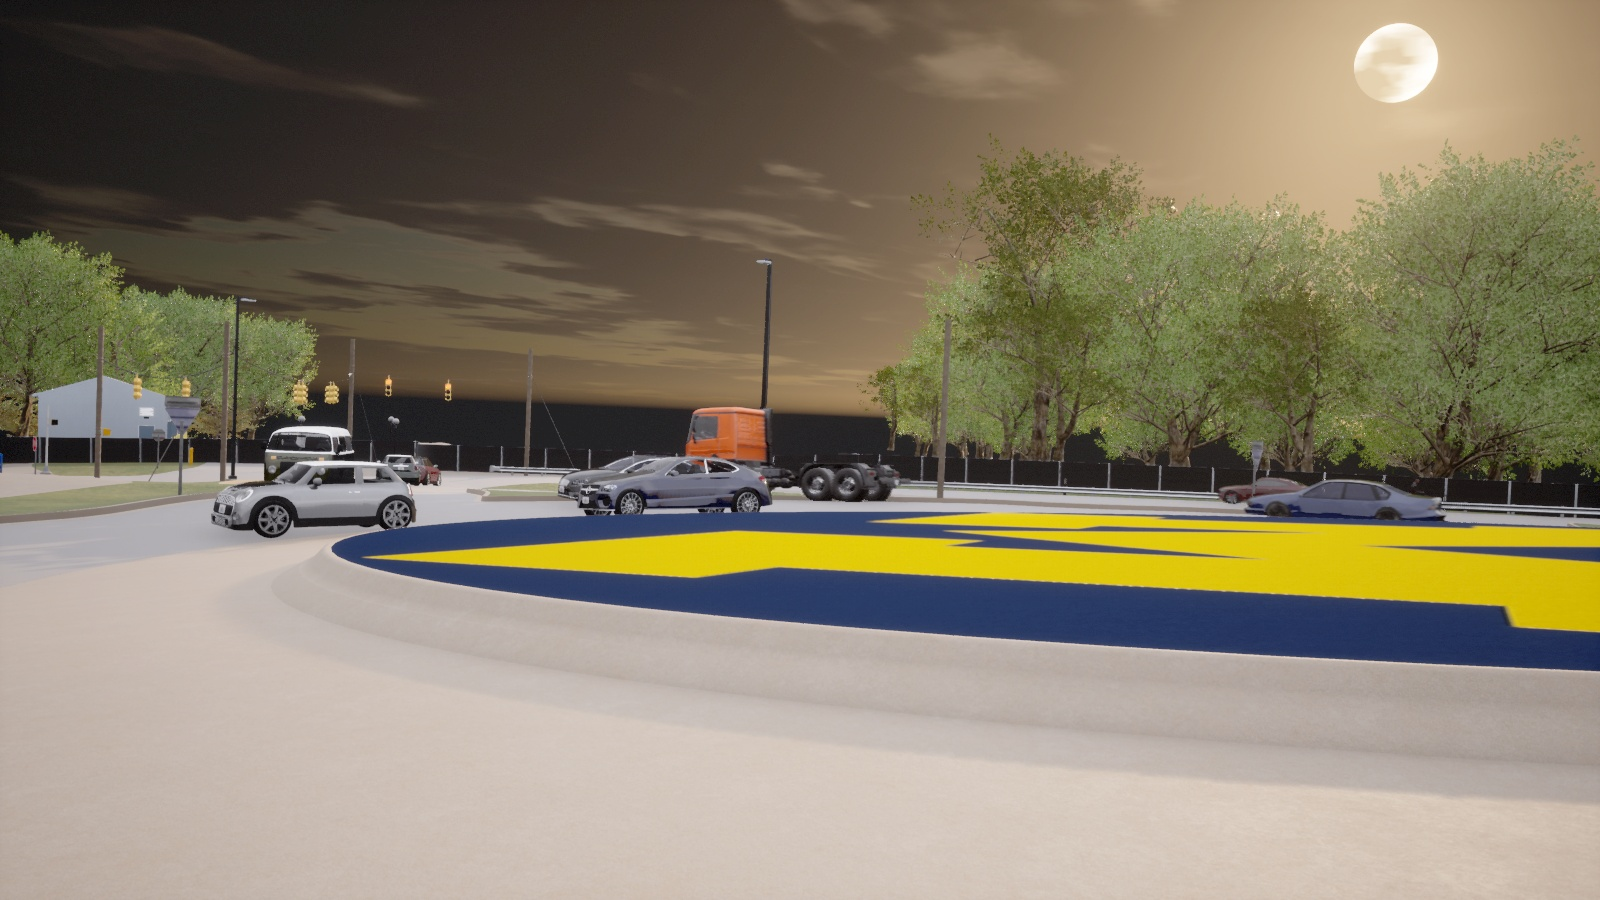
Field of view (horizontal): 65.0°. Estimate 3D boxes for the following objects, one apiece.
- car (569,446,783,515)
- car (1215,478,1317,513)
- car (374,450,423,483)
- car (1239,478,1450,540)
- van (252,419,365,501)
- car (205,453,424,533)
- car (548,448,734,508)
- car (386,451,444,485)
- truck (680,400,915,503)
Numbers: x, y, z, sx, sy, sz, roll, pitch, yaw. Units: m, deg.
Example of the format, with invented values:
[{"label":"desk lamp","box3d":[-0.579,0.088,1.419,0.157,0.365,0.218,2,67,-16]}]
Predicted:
[{"label":"car","box3d":[-3.145,0.800,32.222,5.027,1.651,2.152,2,-1,-33]},{"label":"car","box3d":[23.745,2.295,64.056,4.674,1.442,1.812,2,1,27]},{"label":"car","box3d":[-19.598,0.794,61.196,1.970,1.475,3.806,2,-1,-22]},{"label":"car","box3d":[15.959,1.680,36.944,5.357,1.411,2.033,3,1,34]},{"label":"van","box3d":[-13.516,0.253,34.792,2.069,2.038,4.480,3,0,-11]},{"label":"car","box3d":[-10.114,0.857,26.276,3.806,1.475,1.970,1,2,-40]},{"label":"car","box3d":[-4.635,0.829,36.849,4.902,1.511,2.128,2,2,-30]},{"label":"car","box3d":[-21.368,1.013,69.833,2.097,1.767,4.553,3,-1,-5]},{"label":"truck","box3d":[-0.142,0.098,45.147,7.936,3.462,2.891,0,-2,27]}]
